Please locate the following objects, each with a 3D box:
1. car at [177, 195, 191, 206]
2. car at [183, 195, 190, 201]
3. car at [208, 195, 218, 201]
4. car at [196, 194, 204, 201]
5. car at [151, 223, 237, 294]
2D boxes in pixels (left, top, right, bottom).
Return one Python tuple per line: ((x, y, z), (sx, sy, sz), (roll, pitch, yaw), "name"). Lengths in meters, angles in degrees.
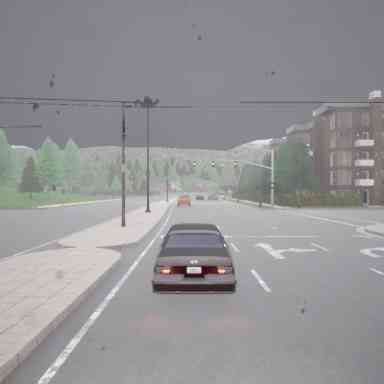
((-1.302, 1.352, 54.653), (2.097, 1.767, 4.553), (0, 0, -1), "car")
((-1.434, 1.523, 85.478), (1.812, 1.442, 4.674), (0, 0, 0), "car")
((5.566, 1.539, 85.517), (2.033, 1.411, 5.357), (0, 0, 0), "car")
((2.066, 1.477, 85.513), (1.882, 1.535, 5.008), (0, 0, 0), "car")
((0.051, 1.547, 8.906), (2.033, 1.411, 5.357), (0, 0, 0), "car")
